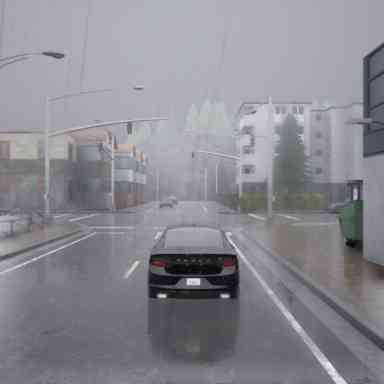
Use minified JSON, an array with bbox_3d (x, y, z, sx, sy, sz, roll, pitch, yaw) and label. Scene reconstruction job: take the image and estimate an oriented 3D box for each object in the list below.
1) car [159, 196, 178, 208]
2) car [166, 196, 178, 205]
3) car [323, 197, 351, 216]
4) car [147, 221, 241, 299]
[{"bbox_3d":[-3.567,1.547,47.423,2.033,1.411,5.357,0,0,0],"label":"car"},{"bbox_3d":[-3.541,1.477,59.180,1.882,1.535,5.008,0,0,1],"label":"car"},{"bbox_3d":[13.992,1.176,29.257,4.553,1.767,2.097,0,0,0],"label":"car"},{"bbox_3d":[0.052,1.478,8.505,1.882,1.535,5.008,0,0,1],"label":"car"}]
